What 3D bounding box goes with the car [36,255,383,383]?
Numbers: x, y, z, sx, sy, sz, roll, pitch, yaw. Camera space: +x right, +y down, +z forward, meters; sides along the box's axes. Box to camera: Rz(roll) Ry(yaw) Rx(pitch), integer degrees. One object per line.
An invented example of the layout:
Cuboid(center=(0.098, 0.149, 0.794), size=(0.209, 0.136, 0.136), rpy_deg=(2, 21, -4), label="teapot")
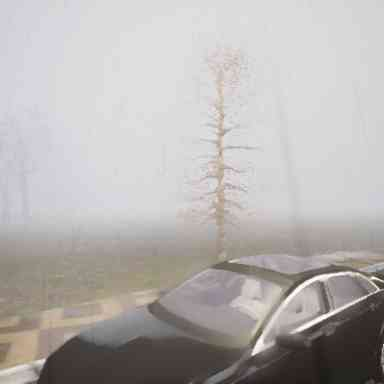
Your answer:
Cuboid(center=(0.803, 1.592, 3.906), size=(4.902, 1.511, 2.128), rpy_deg=(1, -2, -39), label="car")
